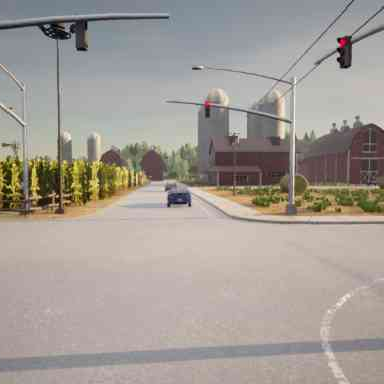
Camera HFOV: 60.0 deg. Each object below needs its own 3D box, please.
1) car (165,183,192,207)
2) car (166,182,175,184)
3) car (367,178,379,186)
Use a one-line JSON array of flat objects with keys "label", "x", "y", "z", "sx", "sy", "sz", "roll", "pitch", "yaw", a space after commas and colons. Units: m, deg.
[{"label": "car", "x": -1.117, "y": 0.339, "z": 27.632, "sx": 1.882, "sy": 1.535, "sz": 5.008, "roll": 0, "pitch": 3, "yaw": -5}, {"label": "car", "x": -3.351, "y": -0.826, "z": 52.862, "sx": 2.128, "sy": 1.511, "sz": 4.902, "roll": 0, "pitch": 3, "yaw": -5}, {"label": "car", "x": 42.355, "y": -2.351, "z": 77.560, "sx": 1.905, "sy": 1.878, "sz": 3.866, "roll": 10, "pitch": 10, "yaw": 41}]
